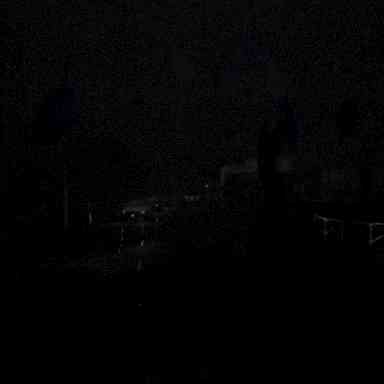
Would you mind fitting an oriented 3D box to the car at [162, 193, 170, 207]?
[{"bbox_3d":[-4.059,1.006,44.172,2.097,1.767,4.553,0,0,0],"label":"car"}]

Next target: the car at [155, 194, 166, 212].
[{"bbox_3d":[-4.081,1.258,34.245,1.812,1.442,4.674,0,0,0],"label":"car"}]

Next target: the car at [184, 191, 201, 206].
[{"bbox_3d":[0.010,0.853,47.026,2.150,2.045,5.566,0,0,0],"label":"car"}]

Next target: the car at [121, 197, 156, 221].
[{"bbox_3d":[-4.084,1.328,25.198,1.812,1.442,4.674,0,0,0],"label":"car"}]
